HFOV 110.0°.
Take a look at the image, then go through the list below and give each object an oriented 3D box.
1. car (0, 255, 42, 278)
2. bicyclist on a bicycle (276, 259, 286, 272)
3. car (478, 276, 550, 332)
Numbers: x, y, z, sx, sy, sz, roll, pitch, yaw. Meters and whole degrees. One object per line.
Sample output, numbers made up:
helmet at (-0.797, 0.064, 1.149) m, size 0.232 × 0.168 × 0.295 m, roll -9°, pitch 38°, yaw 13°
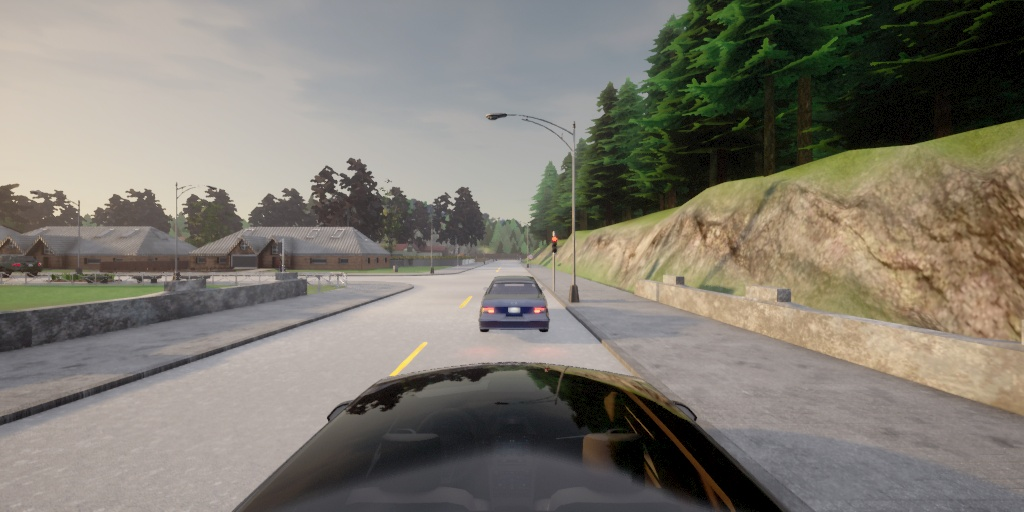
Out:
car at (-47.375, 0.971, 33.322) m, size 5.566 × 2.045 × 2.150 m, roll 0°, pitch 0°, yaw 1°
bicyclist on a bicycle at (-24.162, 1.099, 37.572) m, size 0.582 × 1.620 × 1.656 m, roll 0°, pitch 0°, yaw 0°
car at (0.063, 1.297, 10.791) m, size 2.033 × 1.411 × 5.357 m, roll 0°, pitch 0°, yaw 0°
